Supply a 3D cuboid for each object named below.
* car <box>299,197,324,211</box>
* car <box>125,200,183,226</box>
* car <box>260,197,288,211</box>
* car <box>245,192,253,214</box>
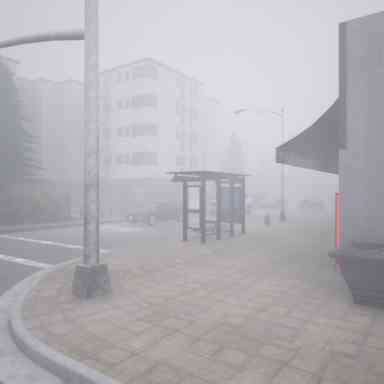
[{"bbox_3d":[13.761,1.328,38.183,1.837,1.490,4.892,0,0,36],"label":"car"},{"bbox_3d":[-2.296,1.327,22.154,1.837,1.490,4.892,0,0,36],"label":"car"},{"bbox_3d":[9.530,1.300,38.553,1.882,1.535,5.008,0,0,36],"label":"car"},{"bbox_3d":[3.589,1.044,30.337,2.150,2.045,5.566,0,0,36],"label":"car"}]
